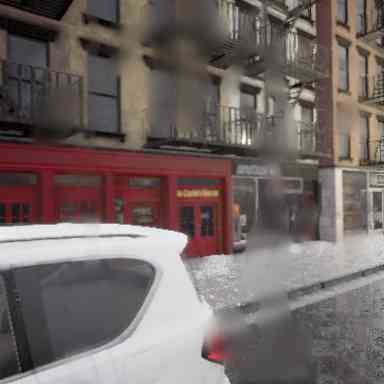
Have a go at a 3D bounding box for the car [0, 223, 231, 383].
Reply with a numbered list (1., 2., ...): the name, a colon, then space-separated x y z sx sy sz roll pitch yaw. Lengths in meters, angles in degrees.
1. car: -2.280 1.281 1.627 5.566 2.045 2.150 0 -1 -37
